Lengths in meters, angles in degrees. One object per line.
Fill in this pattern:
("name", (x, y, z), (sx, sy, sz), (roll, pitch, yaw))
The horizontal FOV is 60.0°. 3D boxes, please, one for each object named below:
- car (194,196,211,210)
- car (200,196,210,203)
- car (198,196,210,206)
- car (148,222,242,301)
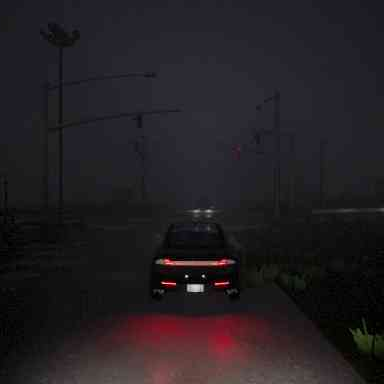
("car", (1.422, 1.491, 42.909), (1.812, 1.442, 4.674), (0, 0, 3))
("car", (2.776, 1.529, 68.072), (1.994, 1.385, 4.181), (0, 0, 3))
("car", (2.000, 1.443, 54.193), (1.882, 1.535, 5.008), (0, 0, 3))
("car", (0.079, 1.492, 8.323), (2.128, 1.511, 4.902), (0, 0, 0))
